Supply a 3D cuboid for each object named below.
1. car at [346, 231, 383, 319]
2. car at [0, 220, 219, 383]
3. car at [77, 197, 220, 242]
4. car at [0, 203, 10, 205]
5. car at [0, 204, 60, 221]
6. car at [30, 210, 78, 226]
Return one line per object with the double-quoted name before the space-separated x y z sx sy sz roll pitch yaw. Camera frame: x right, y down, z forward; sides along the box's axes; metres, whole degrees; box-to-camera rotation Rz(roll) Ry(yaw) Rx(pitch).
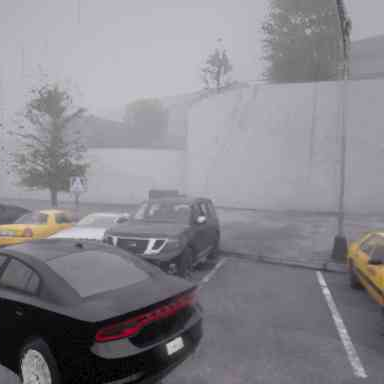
"car" 4.227 1.482 6.257 1.946 1.575 5.366 1 0 15
"car" -2.192 1.446 4.940 5.008 1.535 1.882 0 0 35
"car" -0.614 1.194 9.891 2.435 2.045 5.566 1 0 15
"car" -10.403 1.333 16.864 2.163 1.488 4.792 1 0 15
"car" -5.464 1.377 13.587 1.946 1.575 5.366 1 0 15
"car" -3.060 1.452 11.667 2.002 1.452 4.674 1 0 15
